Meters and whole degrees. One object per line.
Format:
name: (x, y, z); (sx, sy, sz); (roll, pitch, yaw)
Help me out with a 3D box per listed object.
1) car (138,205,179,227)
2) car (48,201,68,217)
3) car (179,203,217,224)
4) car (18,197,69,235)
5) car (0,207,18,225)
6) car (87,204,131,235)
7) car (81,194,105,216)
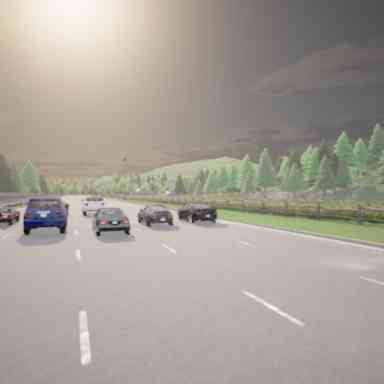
car: (-2.684, 1.628, 23.935); (1.812, 1.442, 4.674); (0, 0, -20)
car: (-14.193, 1.709, 35.387); (1.837, 1.490, 4.892); (0, 0, -20)
car: (0.296, 1.572, 26.004); (1.882, 1.535, 5.008); (0, 0, -20)
car: (-8.765, 1.342, 20.148); (2.150, 2.045, 5.566); (0, 0, -20)
car: (-14.167, 1.766, 24.891); (1.895, 1.301, 4.718); (0, 0, -20)
car: (-4.831, 1.645, 19.537); (2.033, 1.411, 5.357); (0, 0, -20)
car: (-10.584, 1.409, 35.683); (2.150, 2.045, 5.566); (0, 0, -20)
